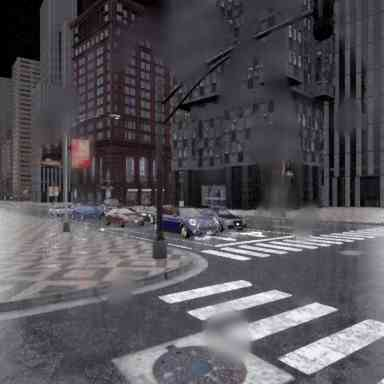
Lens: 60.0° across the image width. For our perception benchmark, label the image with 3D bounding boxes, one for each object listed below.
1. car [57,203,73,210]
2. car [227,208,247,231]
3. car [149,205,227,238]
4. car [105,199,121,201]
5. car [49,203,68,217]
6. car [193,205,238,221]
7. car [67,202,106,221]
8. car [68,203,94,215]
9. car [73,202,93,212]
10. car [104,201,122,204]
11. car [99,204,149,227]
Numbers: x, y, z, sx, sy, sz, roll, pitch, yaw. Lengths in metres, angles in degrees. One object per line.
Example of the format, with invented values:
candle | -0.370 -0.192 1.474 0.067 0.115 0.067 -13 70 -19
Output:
car | -24.986 2.851 65.388 1.895 1.301 4.718 0 -1 -36
car | 1.691 1.861 22.312 1.994 1.385 4.181 0 -1 -36
car | -0.383 1.636 19.594 2.097 1.767 4.553 0 -1 -35
car | -13.379 2.178 54.796 2.150 2.045 5.566 0 -1 -36
car | -16.697 2.416 42.417 1.895 1.301 4.718 0 -1 -35
car | 2.224 2.044 33.024 1.895 1.301 4.718 0 -1 -35
car | -10.928 2.103 34.326 1.882 1.535 5.008 0 -1 -36
car | -15.589 2.352 46.477 2.128 1.511 4.902 0 -1 -35
car | -18.586 2.548 56.472 1.837 1.490 4.892 0 -1 -36
car | -9.552 2.153 37.984 2.128 1.511 4.902 0 -1 -36
car | -5.534 1.975 26.808 1.812 1.442 4.674 0 -1 -36
